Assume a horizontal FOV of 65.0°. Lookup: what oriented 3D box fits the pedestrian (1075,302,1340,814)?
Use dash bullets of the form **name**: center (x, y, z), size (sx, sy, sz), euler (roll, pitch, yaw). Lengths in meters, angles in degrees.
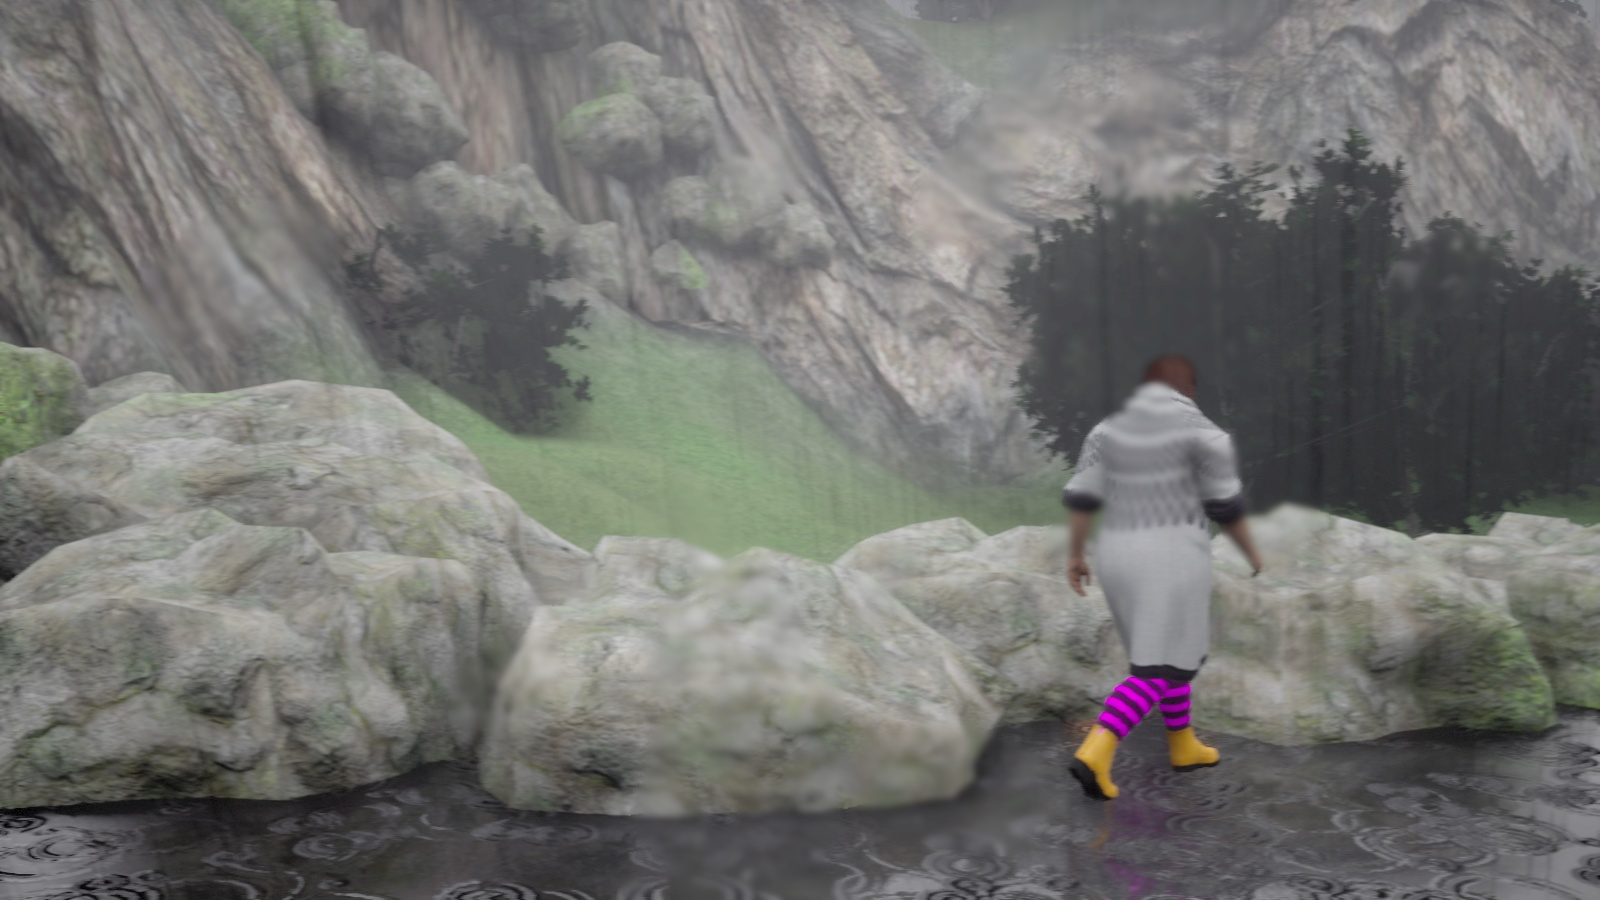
- **pedestrian**: center (1.718, 0.403, 5.295), size (0.873, 1.952, 0.659), euler (-1, 1, -35)
